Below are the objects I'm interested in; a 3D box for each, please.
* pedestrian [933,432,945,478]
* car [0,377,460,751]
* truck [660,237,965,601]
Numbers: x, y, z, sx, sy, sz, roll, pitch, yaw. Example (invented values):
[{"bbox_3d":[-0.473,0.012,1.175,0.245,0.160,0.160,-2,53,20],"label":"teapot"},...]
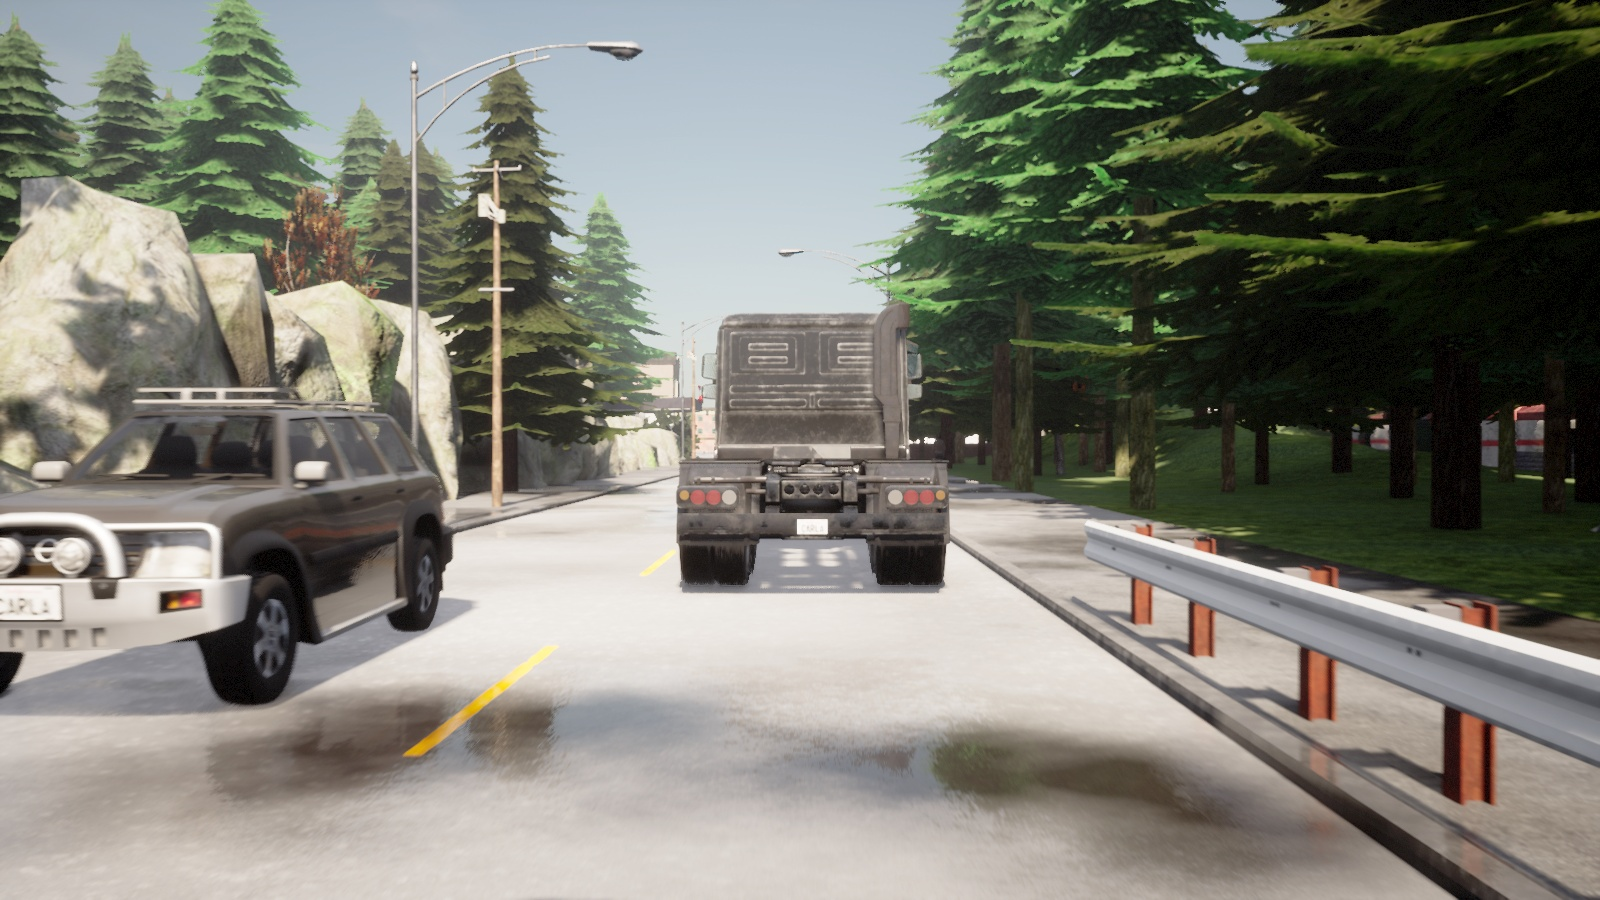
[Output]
[{"bbox_3d":[5.503,0.210,49.710,0.328,1.805,0.869,0,0,-3],"label":"pedestrian"},{"bbox_3d":[-3.919,0.514,8.514,1.932,1.855,4.605,0,1,1],"label":"car"},{"bbox_3d":[0.155,-0.315,15.911,2.891,3.462,7.936,0,0,1],"label":"truck"}]
